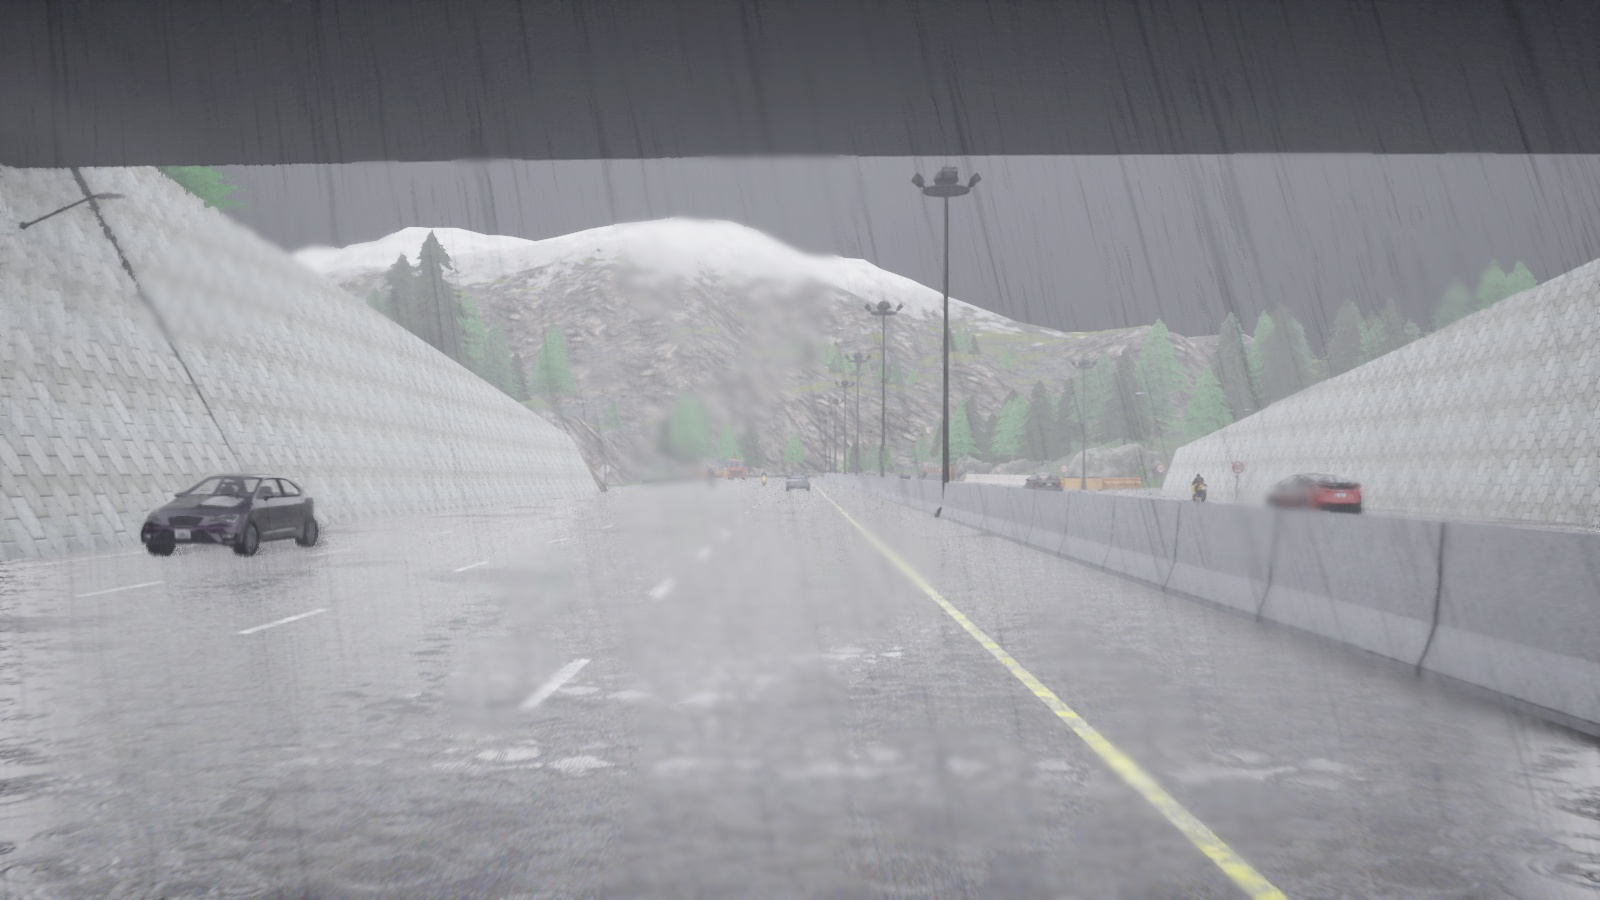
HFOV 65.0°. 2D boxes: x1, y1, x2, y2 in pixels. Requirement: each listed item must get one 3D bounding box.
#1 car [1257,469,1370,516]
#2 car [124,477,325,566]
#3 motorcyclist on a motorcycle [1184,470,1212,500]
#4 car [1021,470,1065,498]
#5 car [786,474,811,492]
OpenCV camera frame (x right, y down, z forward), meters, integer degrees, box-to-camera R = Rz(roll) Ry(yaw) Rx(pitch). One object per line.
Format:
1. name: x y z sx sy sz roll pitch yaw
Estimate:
1. car: 17.430 1.409 42.860 2.007 1.525 4.514 0 -1 0
2. car: -10.544 1.262 23.387 1.816 1.474 4.193 0 -1 0
3. motorcyclist on a motorcycle: 20.900 1.817 65.922 0.797 1.523 2.044 0 -1 0
4. car: 13.892 1.943 72.054 1.789 1.549 3.705 0 -1 0
5. car: -0.141 2.557 98.034 1.895 1.301 4.718 0 -1 0
